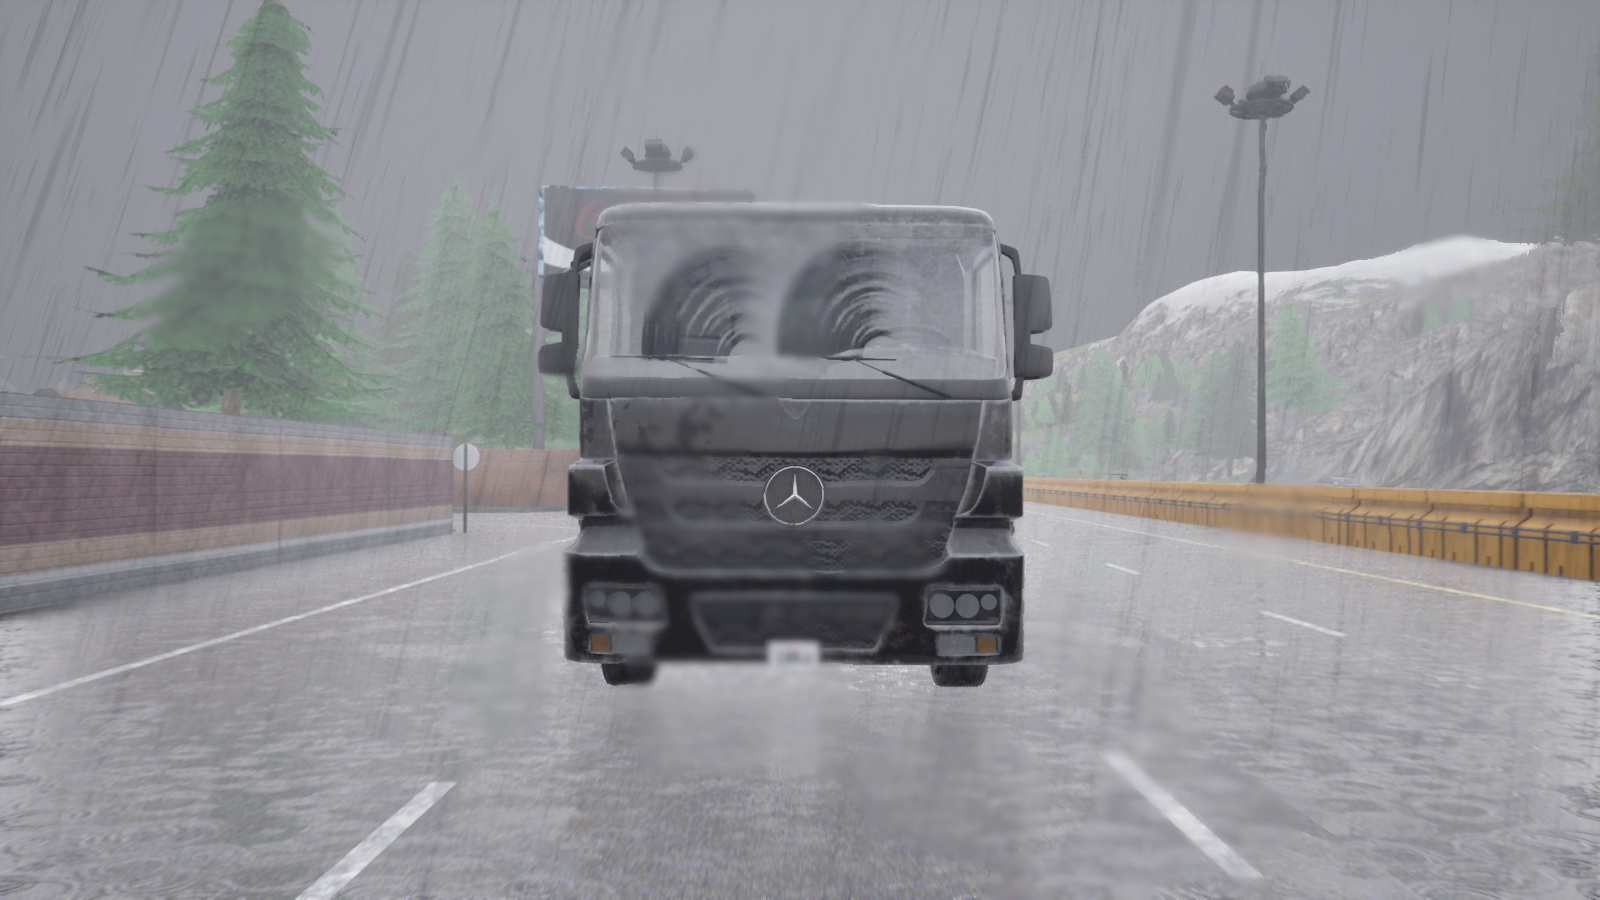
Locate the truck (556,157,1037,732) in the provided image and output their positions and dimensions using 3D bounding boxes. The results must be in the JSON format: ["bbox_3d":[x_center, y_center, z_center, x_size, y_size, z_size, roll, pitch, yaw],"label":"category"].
[{"bbox_3d":[-0.028,0.026,11.555,2.891,3.462,7.936,0,-1,0],"label":"truck"}]

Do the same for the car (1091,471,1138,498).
[{"bbox_3d":[18.041,1.964,72.176,1.845,1.501,3.633,0,-1,1],"label":"car"}]

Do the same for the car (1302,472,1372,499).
[{"bbox_3d":[28.478,1.882,66.739,1.994,1.385,4.181,0,-1,1],"label":"car"}]
